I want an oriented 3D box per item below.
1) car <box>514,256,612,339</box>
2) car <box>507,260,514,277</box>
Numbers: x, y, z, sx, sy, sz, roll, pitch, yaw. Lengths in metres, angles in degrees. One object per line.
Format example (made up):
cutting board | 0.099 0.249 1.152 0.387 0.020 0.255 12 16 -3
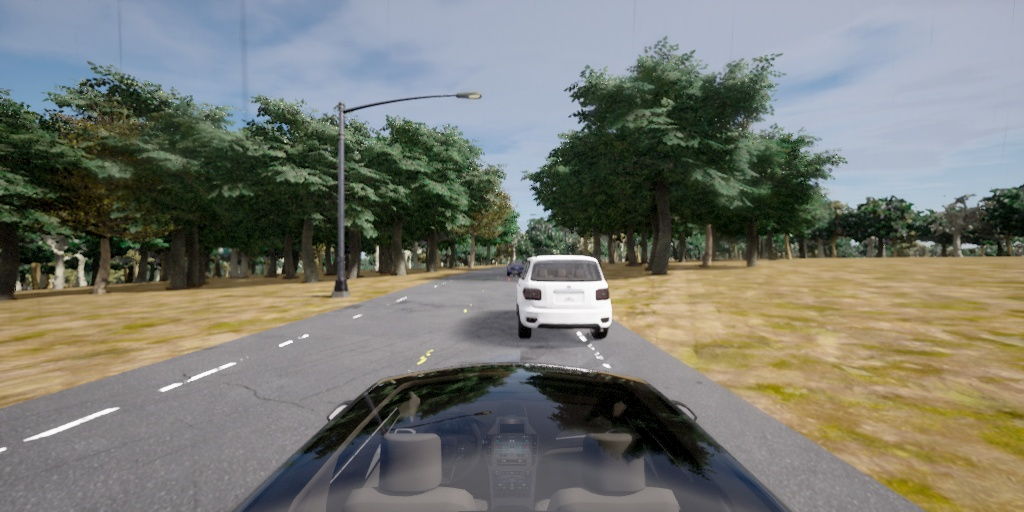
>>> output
car | 1.231 1.017 10.411 2.150 2.045 5.566 0 0 0
car | 0.642 1.223 38.922 2.097 1.767 4.553 0 0 4
